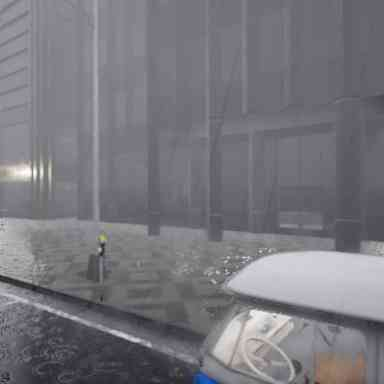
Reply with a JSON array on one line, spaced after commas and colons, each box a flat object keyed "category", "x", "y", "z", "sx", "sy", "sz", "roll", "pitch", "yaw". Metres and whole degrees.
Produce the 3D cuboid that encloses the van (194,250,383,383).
[{"category": "van", "x": 1.818, "y": 1.337, "z": 1.667, "sx": 3.998, "sy": 1.788, "sz": 1.690, "roll": 0, "pitch": 0, "yaw": 36}]
